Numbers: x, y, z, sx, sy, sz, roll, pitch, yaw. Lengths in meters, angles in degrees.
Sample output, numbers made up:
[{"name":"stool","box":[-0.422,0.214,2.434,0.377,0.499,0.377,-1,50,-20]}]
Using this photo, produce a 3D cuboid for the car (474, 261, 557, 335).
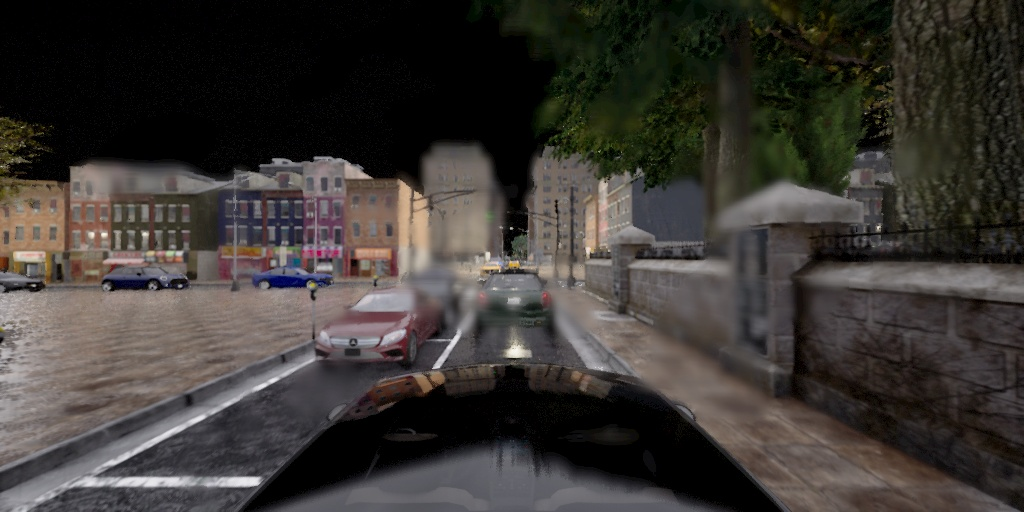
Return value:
[{"name":"car","box":[0.080,1.154,10.879,2.097,1.767,4.553,0,0,0]}]

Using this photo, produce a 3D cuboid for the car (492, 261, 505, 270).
[{"name":"car","box":[-2.281,1.628,60.839,2.033,1.411,5.357,0,0,0]}]

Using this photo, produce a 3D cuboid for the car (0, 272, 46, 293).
[{"name":"car","box":[-35.132,1.826,24.530,4.892,1.490,1.837,-1,0,0]}]

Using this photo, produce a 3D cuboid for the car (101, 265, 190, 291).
[{"name":"car","box":[-24.964,1.511,24.556,4.553,1.767,2.097,-1,0,0]}]

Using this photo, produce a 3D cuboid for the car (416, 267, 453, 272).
[{"name":"car","box":[-6.037,1.509,26.619,4.181,1.385,1.994,-1,-1,21]}]

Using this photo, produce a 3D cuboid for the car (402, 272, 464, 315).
[{"name":"car","box":[-2.637,1.373,11.687,1.948,1.339,4.313,0,0,0]}]

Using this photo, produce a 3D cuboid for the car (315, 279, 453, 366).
[{"name":"car","box":[-2.637,1.368,8.024,1.802,1.307,4.207,0,0,0]}]

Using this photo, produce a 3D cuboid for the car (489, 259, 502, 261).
[{"name":"car","box":[-2.274,1.442,39.957,1.882,1.535,5.008,0,0,1]}]

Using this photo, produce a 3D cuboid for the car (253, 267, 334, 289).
[{"name":"car","box":[-14.887,1.506,24.588,5.008,1.535,1.882,-1,0,0]}]
